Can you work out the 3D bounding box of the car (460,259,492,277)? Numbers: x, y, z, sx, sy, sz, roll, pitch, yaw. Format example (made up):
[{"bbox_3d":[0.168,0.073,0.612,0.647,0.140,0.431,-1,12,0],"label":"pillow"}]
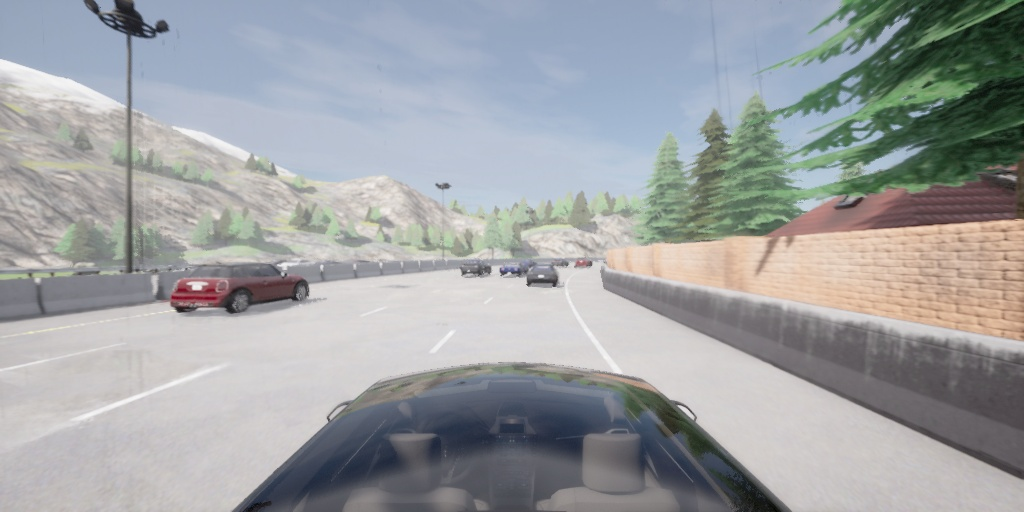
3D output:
[{"bbox_3d":[-3.258,1.096,33.653,2.128,1.511,4.902,0,0,12],"label":"car"}]

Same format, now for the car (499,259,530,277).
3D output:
[{"bbox_3d":[0.279,1.218,33.682,1.895,1.301,4.718,0,0,13],"label":"car"}]

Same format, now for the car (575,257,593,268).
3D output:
[{"bbox_3d":[11.328,0.918,56.308,2.097,1.767,4.553,0,0,22],"label":"car"}]

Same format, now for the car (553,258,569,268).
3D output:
[{"bbox_3d":[7.684,1.040,56.579,2.128,1.511,4.902,0,0,23],"label":"car"}]

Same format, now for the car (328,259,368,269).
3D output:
[{"bbox_3d":[-16.789,1.061,37.968,1.812,1.442,4.674,0,0,14],"label":"car"}]

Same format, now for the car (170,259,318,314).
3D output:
[{"bbox_3d":[-9.823,1.015,13.490,2.097,1.767,4.553,0,0,4],"label":"car"}]

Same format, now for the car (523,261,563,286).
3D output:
[{"bbox_3d":[2.160,1.227,24.243,1.994,1.385,4.181,0,0,10],"label":"car"}]

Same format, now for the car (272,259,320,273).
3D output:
[{"bbox_3d":[-23.613,1.029,39.460,1.812,1.442,4.674,0,0,13],"label":"car"}]

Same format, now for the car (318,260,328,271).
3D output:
[{"bbox_3d":[-20.157,1.082,38.874,1.994,1.385,4.181,0,0,13],"label":"car"}]

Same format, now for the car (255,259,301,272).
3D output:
[{"bbox_3d":[-26.795,1.049,41.166,1.994,1.385,4.181,0,0,14],"label":"car"}]
